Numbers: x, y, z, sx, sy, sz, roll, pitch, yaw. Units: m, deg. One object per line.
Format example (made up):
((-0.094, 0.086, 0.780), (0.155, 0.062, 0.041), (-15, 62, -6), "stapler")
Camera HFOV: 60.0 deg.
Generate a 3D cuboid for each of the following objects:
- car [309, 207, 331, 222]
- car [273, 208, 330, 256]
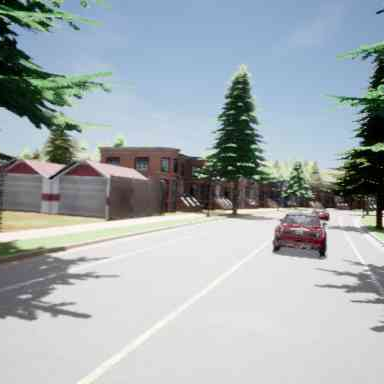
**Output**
((15.032, 2.604, 39.036), (1.994, 1.385, 4.181), (3, 0, 26), "car")
((5.056, 1.709, 15.341), (2.097, 1.767, 4.553), (3, 0, 20), "car")
